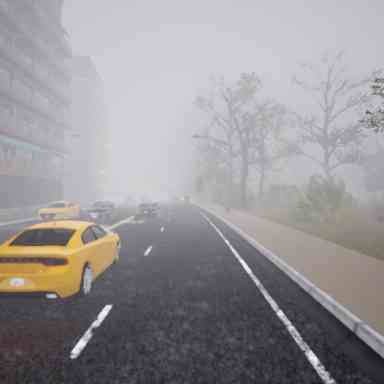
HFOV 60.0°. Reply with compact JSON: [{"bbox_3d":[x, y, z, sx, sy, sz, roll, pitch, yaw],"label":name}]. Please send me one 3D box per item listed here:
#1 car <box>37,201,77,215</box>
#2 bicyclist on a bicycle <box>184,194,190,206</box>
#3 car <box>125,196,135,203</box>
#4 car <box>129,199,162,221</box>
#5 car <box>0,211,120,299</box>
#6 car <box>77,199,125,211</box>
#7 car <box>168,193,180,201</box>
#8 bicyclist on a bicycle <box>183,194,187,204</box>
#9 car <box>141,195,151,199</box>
[{"bbox_3d":[-10.156,1.455,25.664,1.882,1.535,5.008,0,0,-2],"label":"car"},{"bbox_3d":[-0.575,1.395,50.948,0.582,1.620,1.656,0,0,-4],"label":"bicyclist on a bicycle"},{"bbox_3d":[-12.452,1.450,66.645,1.812,1.442,4.674,0,0,-5],"label":"car"},{"bbox_3d":[-3.489,1.521,26.962,2.033,1.411,5.357,0,0,-2],"label":"car"},{"bbox_3d":[-3.168,1.470,8.480,1.882,1.535,5.008,0,0,0],"label":"car"},{"bbox_3d":[-6.909,1.468,25.777,2.128,1.511,4.902,0,0,-2],"label":"car"},{"bbox_3d":[-3.962,1.438,79.957,2.033,1.411,5.357,0,0,-6],"label":"car"},{"bbox_3d":[-1.237,1.298,60.205,0.659,1.776,1.843,0,0,-5],"label":"bicyclist on a bicycle"},{"bbox_3d":[-9.220,1.436,66.968,2.128,1.511,4.902,0,0,-5],"label":"car"}]
